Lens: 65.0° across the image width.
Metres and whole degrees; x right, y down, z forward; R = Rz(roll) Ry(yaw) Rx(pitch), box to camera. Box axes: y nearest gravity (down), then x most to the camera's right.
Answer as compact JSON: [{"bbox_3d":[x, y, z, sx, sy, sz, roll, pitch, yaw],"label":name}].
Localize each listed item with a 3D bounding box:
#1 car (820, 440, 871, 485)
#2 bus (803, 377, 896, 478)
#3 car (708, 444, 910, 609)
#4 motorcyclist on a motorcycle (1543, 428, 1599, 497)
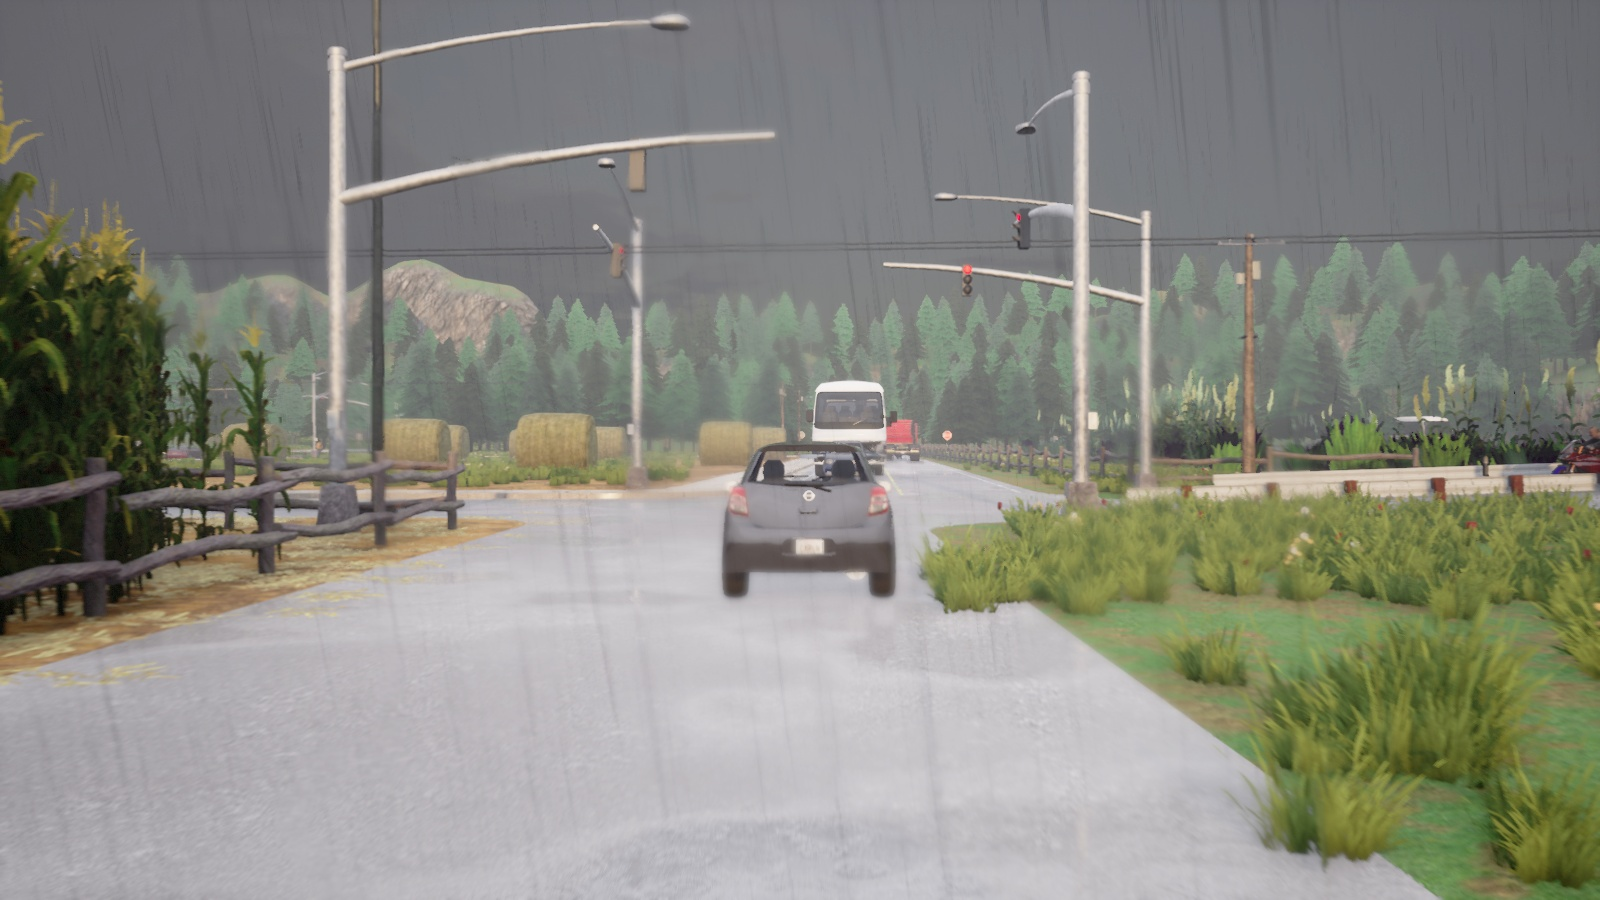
[{"bbox_3d":[1.697,0.432,46.084,1.789,1.549,3.705,0,0,3],"label":"car"},{"bbox_3d":[2.362,-0.992,58.365,3.944,4.253,10.273,0,0,3],"label":"bus"},{"bbox_3d":[0.090,0.686,13.270,1.845,1.501,3.633,0,0,0],"label":"car"},{"bbox_3d":[18.603,0.262,29.064,2.191,1.530,0.866,-3,0,6],"label":"motorcyclist on a motorcycle"}]
